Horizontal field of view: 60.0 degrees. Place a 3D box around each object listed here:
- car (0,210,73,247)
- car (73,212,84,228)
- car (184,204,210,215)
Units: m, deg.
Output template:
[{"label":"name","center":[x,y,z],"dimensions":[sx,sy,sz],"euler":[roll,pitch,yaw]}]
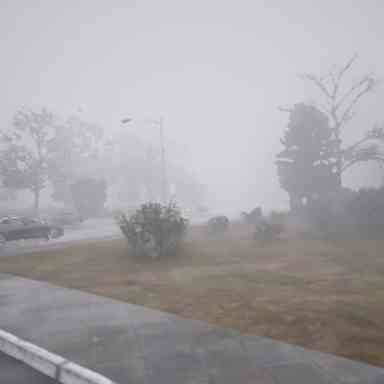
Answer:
[{"label":"car","center":[-9.246,1.982,17.672],"dimensions":[2.128,1.511,4.902],"euler":[-3,-2,34]},{"label":"car","center":[-11.286,2.301,27.336],"dimensions":[2.128,1.511,4.902],"euler":[-3,-2,33]},{"label":"car","center":[0.700,2.396,46.171],"dimensions":[2.128,1.511,4.902],"euler":[-3,-2,32]}]
